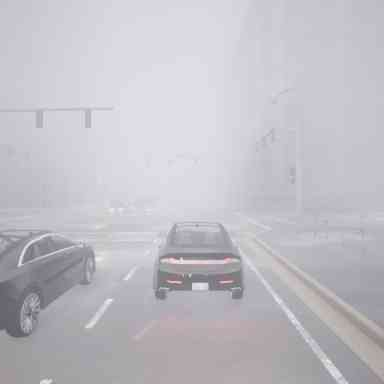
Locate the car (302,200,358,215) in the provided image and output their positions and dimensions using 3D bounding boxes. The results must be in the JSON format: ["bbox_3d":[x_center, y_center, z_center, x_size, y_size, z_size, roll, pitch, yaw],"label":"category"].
[{"bbox_3d":[13.447,1.492,32.892,5.357,1.411,2.033,0,0,0],"label":"car"}]

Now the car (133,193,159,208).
[{"bbox_3d":[-6.735,1.221,49.393,2.150,2.045,5.566,0,0,2],"label":"car"}]

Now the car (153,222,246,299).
[{"bbox_3d":[0.136,1.492,8.426,2.128,1.511,4.902,0,0,0],"label":"car"}]

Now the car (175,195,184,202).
[{"bbox_3d":[-2.959,1.497,75.701,1.837,1.490,4.892,0,0,0],"label":"car"}]

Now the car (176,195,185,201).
[{"bbox_3d":[-2.889,1.523,85.404,2.033,1.411,5.357,0,0,0],"label":"car"}]

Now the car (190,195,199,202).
[{"bbox_3d":[0.546,1.593,76.334,1.895,1.301,4.718,0,0,0],"label":"car"}]

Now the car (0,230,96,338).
[{"bbox_3d":[-3.398,1.492,6.607,2.128,1.511,4.902,0,0,1],"label":"car"}]

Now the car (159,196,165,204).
[{"bbox_3d":[-6.648,1.491,59.606,2.128,1.511,4.902,0,0,1],"label":"car"}]

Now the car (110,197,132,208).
[{"bbox_3d":[-10.262,1.564,47.074,1.994,1.385,4.181,0,0,0],"label":"car"}]

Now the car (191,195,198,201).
[{"bbox_3d":[0.611,1.461,85.379,1.882,1.535,5.008,0,0,0],"label":"car"}]
